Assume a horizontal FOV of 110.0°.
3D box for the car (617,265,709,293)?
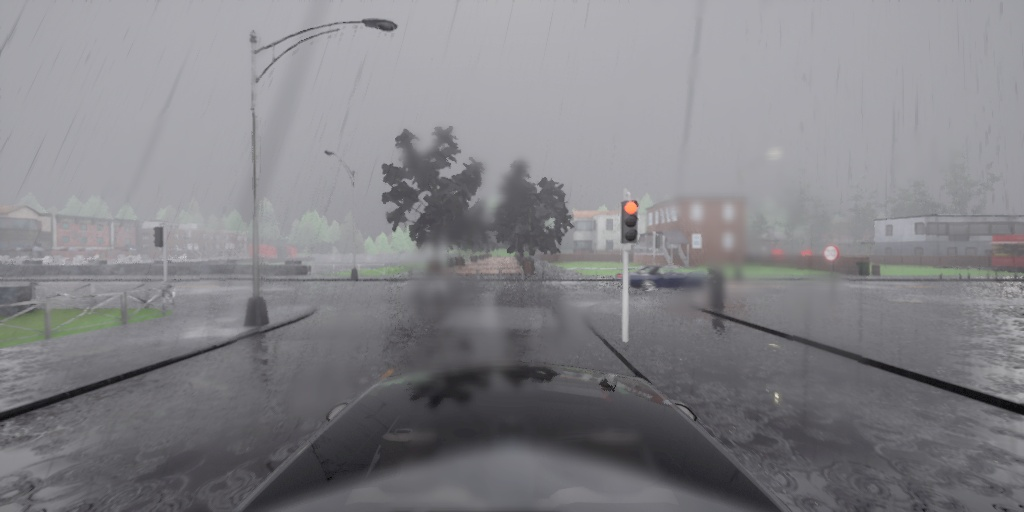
[{"bbox_3d":[7.840,1.112,17.912,4.718,1.301,1.895,0,2,0],"label":"car"}]
